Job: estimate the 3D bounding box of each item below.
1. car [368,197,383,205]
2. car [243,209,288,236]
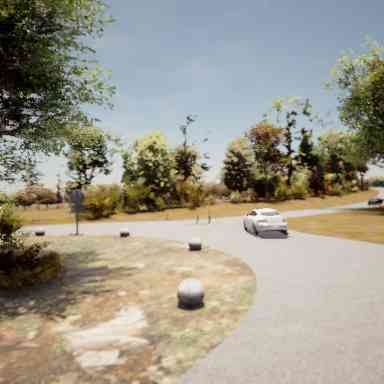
[{"bbox_3d":[33.304,1.596,60.287,2.128,1.511,4.902,-2,0,40],"label":"car"},{"bbox_3d":[4.306,1.710,19.799,1.812,1.442,4.674,-1,-1,-2],"label":"car"}]
